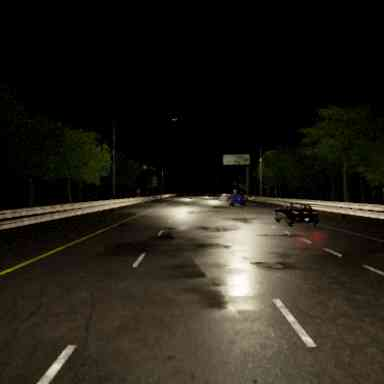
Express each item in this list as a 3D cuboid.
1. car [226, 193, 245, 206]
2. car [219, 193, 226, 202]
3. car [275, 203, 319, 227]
[{"bbox_3d":[7.163,1.222,53.192,2.150,2.045,5.566,0,0,0],"label":"car"},{"bbox_3d":[7.336,1.503,77.271,1.812,1.442,4.674,0,0,0],"label":"car"},{"bbox_3d":[7.033,1.494,22.771,2.128,1.511,4.902,0,0,0],"label":"car"}]
